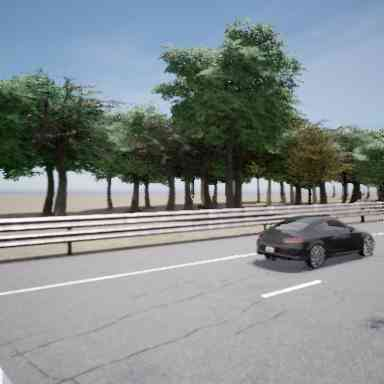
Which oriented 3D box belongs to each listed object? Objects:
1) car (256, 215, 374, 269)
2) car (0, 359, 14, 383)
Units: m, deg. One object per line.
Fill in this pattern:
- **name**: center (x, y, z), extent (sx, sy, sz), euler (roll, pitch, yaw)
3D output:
- **car**: center (4.136, 1.492, 11.001), extent (4.674, 1.442, 1.812), euler (0, 0, -35)
- **car**: center (-3.338, 1.599, 1.365), extent (4.718, 1.301, 1.895), euler (0, 0, -36)
